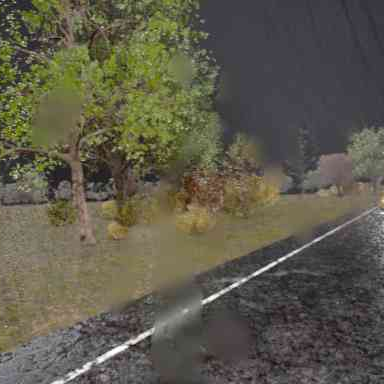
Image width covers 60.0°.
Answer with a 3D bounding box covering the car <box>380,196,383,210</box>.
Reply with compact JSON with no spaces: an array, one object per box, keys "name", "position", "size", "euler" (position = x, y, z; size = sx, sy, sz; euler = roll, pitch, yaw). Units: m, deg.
[{"name":"car","position":[19.460,0.894,32.240],"size":[1.882,1.535,5.008],"euler":[-3,-1,34]}]
